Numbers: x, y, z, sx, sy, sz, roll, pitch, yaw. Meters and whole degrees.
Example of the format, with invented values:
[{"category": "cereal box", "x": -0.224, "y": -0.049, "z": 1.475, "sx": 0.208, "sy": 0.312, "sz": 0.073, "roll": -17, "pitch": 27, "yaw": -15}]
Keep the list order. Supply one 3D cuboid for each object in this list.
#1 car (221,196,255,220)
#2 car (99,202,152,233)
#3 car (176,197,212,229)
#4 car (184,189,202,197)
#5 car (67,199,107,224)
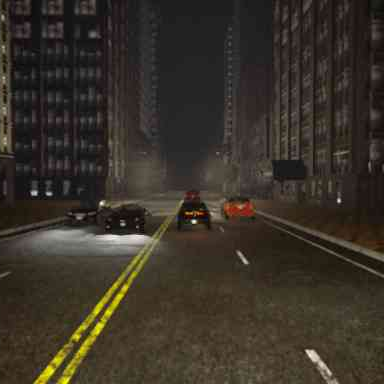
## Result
[{"category": "car", "x": 3.354, "y": 1.047, "z": 25.126, "sx": 2.097, "sy": 1.767, "sz": 4.553, "roll": 0, "pitch": 1, "yaw": 0}, {"category": "car", "x": -3.341, "y": 1.345, "z": 18.018, "sx": 1.994, "sy": 1.385, "sz": 4.181, "roll": 0, "pitch": 1, "yaw": 0}, {"category": "car", "x": 0.104, "y": 1.265, "z": 19.484, "sx": 1.837, "sy": 1.490, "sz": 4.892, "roll": 0, "pitch": 0, "yaw": 0}, {"category": "car", "x": 0.108, "y": 0.655, "z": 45.305, "sx": 2.150, "sy": 2.045, "sz": 5.566, "roll": 0, "pitch": 0, "yaw": 0}, {"category": "car", "x": -6.586, "y": 1.225, "z": 21.896, "sx": 2.128, "sy": 1.511, "sz": 4.902, "roll": 0, "pitch": 1, "yaw": 0}]
